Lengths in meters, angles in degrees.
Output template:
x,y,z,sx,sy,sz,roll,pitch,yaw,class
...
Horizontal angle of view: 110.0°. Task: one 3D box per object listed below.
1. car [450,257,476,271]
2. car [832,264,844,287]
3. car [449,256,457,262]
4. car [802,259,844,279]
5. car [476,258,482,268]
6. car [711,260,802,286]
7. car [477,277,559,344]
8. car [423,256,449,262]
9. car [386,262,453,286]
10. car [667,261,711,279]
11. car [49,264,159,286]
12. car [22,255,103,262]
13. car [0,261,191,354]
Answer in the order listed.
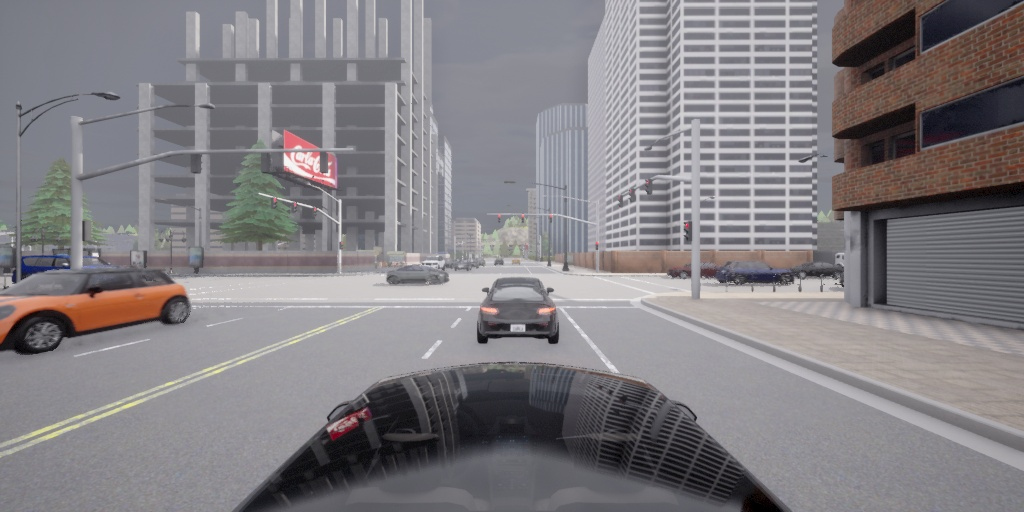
x,y,z,sx,sy,sz,roll,pitch,yaw,class
-6.572,1.241,48.541,2.128,1.511,4.902,0,0,1,car
22.045,1.314,21.161,4.181,1.385,1.994,0,0,0,car
-9.978,1.102,55.655,2.097,1.767,4.553,0,0,1,car
26.649,1.228,31.820,5.008,1.535,1.882,0,0,0,car
-6.453,1.314,58.511,1.994,1.385,4.181,0,0,0,car
16.713,1.102,24.695,4.553,1.767,2.097,0,0,0,car
0.156,1.276,9.472,1.812,1.442,4.674,0,0,1,car
-10.091,0.971,46.185,2.150,2.045,5.566,0,0,1,car
-6.501,1.314,24.841,4.181,1.385,1.994,0,0,0,car
16.456,1.228,31.896,5.008,1.535,1.882,0,0,0,car
-28.289,1.296,24.977,5.357,1.411,2.033,0,0,0,car
-26.160,0.972,21.468,5.566,2.045,2.150,0,0,1,car
-10.611,1.101,8.711,2.097,1.767,4.553,0,0,-1,car
